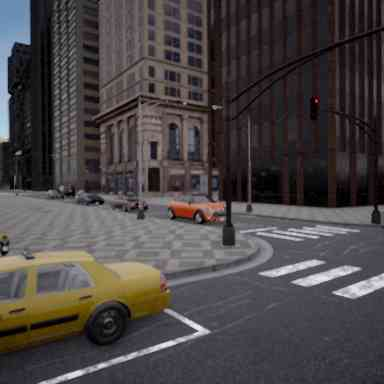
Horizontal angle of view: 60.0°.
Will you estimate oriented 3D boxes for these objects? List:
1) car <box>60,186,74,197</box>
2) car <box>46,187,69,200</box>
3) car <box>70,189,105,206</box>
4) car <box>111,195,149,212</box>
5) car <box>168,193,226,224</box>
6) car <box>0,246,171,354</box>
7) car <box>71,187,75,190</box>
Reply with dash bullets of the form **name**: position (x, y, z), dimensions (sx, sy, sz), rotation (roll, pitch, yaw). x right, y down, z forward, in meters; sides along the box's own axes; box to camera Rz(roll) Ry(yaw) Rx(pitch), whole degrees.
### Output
- **car**: position (-21.323, -0.039, 56.190), dimensions (2.150, 2.045, 5.566), rotation (-1, 2, -36)
- **car**: position (-20.457, 0.389, 49.821), dimensions (1.837, 1.490, 4.892), rotation (-1, 1, -35)
- **car**: position (-11.510, 0.714, 37.172), dimensions (2.033, 1.411, 5.357), rotation (-1, 2, -36)
- **car**: position (-5.414, 0.930, 28.654), dimensions (1.994, 1.385, 4.181), rotation (-1, 2, -35)
- **car**: position (0.396, 0.912, 20.533), dimensions (2.097, 1.767, 4.553), rotation (-1, 2, -36)
- **car**: position (-2.640, 1.520, 4.766), dimensions (4.829, 1.417, 1.752), rotation (-1, 0, -35)
- **car**: position (-15.354, 0.402, 47.935), dimensions (1.882, 1.535, 5.008), rotation (-1, 2, -35)
